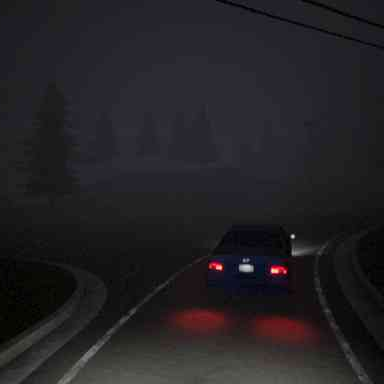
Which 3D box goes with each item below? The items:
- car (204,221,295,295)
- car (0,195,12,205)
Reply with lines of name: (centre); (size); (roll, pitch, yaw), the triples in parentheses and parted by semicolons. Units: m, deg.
car: (1.704, 1.491, 8.790); (2.033, 1.411, 5.357); (0, 0, 15)
car: (-27.848, 1.220, 49.076); (1.812, 1.442, 4.674); (1, 0, -20)
